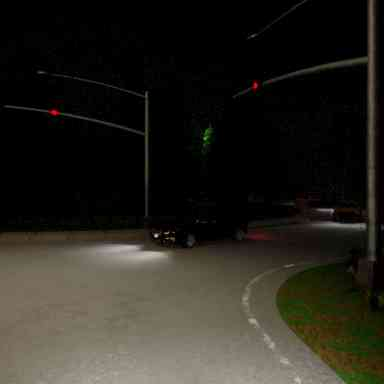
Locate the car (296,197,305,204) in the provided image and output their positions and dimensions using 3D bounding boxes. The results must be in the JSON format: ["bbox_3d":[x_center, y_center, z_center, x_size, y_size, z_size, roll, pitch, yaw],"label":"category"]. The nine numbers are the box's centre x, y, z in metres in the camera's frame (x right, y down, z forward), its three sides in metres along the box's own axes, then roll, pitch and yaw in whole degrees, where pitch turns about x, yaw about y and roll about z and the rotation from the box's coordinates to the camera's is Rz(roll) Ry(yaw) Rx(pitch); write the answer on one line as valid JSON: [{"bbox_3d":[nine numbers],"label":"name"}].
[{"bbox_3d":[19.596,1.451,56.078,1.882,1.535,5.008,0,0,-16],"label":"car"}]

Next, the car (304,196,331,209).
[{"bbox_3d":[17.310,1.574,45.562,1.895,1.301,4.718,0,0,4],"label":"car"}]

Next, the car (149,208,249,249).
[{"bbox_3d":[0.434,1.479,14.592,4.892,1.490,1.837,0,-1,-40],"label":"car"}]

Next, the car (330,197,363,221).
[{"bbox_3d":[12.280,1.451,26.091,1.882,1.535,5.008,0,0,28],"label":"car"}]
